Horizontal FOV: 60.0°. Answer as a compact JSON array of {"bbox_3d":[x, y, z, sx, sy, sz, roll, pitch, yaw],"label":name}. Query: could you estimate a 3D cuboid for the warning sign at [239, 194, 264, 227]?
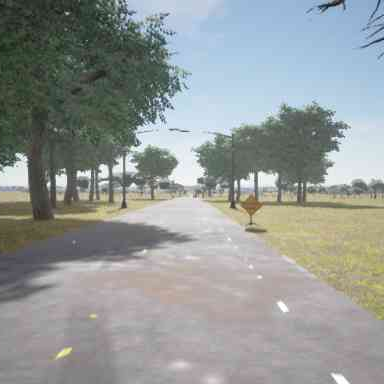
[{"bbox_3d":[3.564,1.096,20.007,1.300,1.860,1.060,1,1,0],"label":"warning sign"}]
